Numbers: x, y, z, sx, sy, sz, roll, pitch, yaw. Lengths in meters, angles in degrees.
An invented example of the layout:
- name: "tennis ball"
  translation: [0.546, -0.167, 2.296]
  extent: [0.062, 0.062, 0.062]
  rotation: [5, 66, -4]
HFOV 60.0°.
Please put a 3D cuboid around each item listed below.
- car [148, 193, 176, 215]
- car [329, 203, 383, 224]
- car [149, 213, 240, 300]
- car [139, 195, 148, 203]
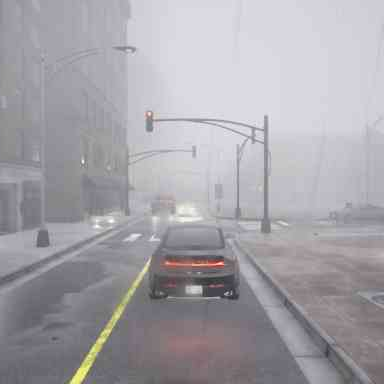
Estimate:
- name: "car"
  translation: [-2.831, 1.234, 34.364]
  extent: [2.150, 2.045, 5.566]
  rotation: [0, -1, 0]
- name: "car"
  translation: [12.067, 1.515, 23.772]
  extent: [4.181, 1.385, 1.994]
  rotation: [0, 0, 0]
- name: "car"
  translation: [0.060, 1.505, 8.385]
  extent: [1.837, 1.490, 4.892]
  rotation: [0, 0, 1]
- name: "car"
  translation: [-8.384, 1.294, 70.057]
  extent: [5.566, 2.045, 2.150]
  rotation: [0, 0, 9]
